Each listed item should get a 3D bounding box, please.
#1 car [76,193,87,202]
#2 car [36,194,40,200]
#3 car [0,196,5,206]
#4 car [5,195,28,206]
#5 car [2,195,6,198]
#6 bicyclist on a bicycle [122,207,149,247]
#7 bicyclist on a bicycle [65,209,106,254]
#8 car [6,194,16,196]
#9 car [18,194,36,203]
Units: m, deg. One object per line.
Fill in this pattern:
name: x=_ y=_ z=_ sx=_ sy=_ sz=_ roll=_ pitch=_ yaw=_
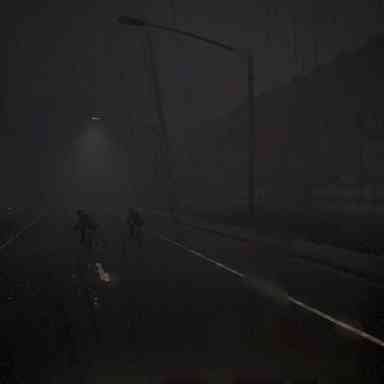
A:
car: x=-24.698 y=1.368 z=74.850 sx=1.812 sy=1.442 sz=4.674 roll=0 pitch=1 yaw=-20
car: x=-37.533 y=1.166 z=79.353 sx=2.128 sy=1.511 sz=4.902 roll=0 pitch=1 yaw=-20
car: x=-20.955 y=1.491 z=33.849 sx=2.128 sy=1.511 sz=4.902 roll=0 pitch=0 yaw=-20
car: x=-28.117 y=1.599 z=53.450 sx=1.895 sy=1.301 sz=4.718 roll=0 pitch=0 yaw=-20
car: x=-31.431 y=1.489 z=52.340 sx=2.128 sy=1.511 sz=4.902 roll=0 pitch=0 yaw=-20
bicyclist on a bicycle: x=-2.403 y=1.453 z=13.888 sx=1.656 sy=1.620 sz=0.582 roll=-3 pitch=-2 yaw=39
bicyclist on a bicycle: x=-3.903 y=1.454 z=12.088 sx=1.656 sy=1.620 sz=0.582 roll=-2 pitch=0 yaw=13
car: x=-35.252 y=1.291 z=62.961 sx=2.097 sy=1.767 sz=4.553 roll=0 pitch=0 yaw=-20
car: x=-32.397 y=1.424 z=65.343 sx=1.837 sy=1.490 sz=4.892 roll=0 pitch=0 yaw=-20
